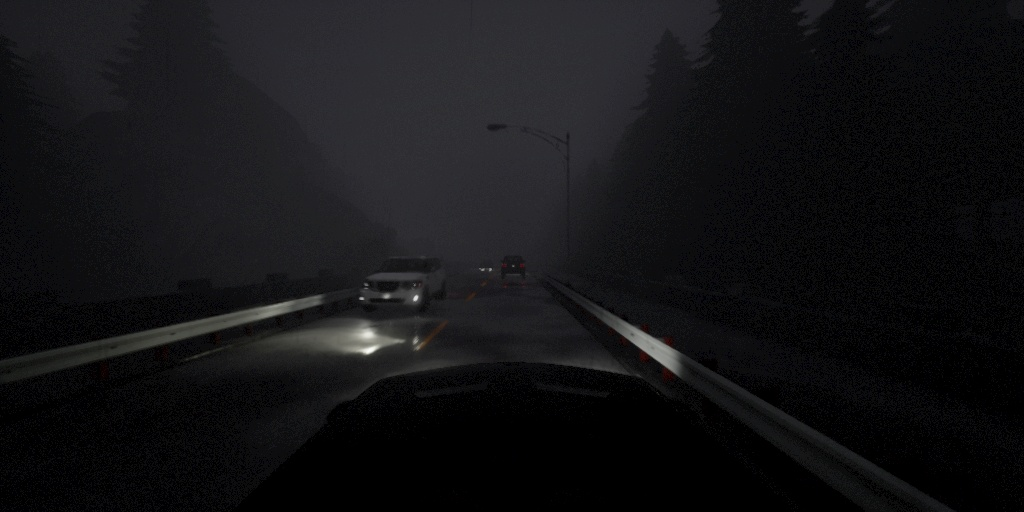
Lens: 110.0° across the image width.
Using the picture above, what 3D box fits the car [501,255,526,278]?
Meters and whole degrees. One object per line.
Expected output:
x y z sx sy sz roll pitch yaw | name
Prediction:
0.116 0.966 33.626 2.150 2.045 5.566 0 0 0 | car

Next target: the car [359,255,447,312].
-4.090 0.971 14.466 2.150 2.045 5.566 0 0 0 | car

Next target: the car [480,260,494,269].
-4.012 1.304 57.244 1.994 1.385 4.181 0 0 1 | car
